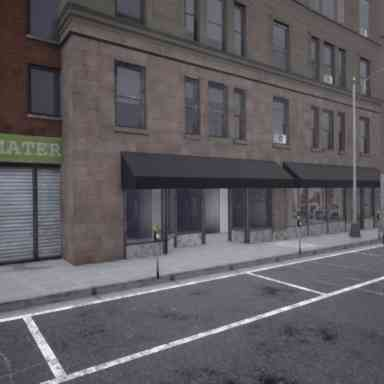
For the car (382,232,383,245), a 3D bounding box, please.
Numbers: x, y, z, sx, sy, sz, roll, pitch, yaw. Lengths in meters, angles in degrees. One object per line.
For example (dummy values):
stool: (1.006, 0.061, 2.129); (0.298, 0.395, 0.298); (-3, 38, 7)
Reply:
car: (9.291, 1.539, 13.207); (4.507, 1.381, 1.887); (0, -1, -36)
